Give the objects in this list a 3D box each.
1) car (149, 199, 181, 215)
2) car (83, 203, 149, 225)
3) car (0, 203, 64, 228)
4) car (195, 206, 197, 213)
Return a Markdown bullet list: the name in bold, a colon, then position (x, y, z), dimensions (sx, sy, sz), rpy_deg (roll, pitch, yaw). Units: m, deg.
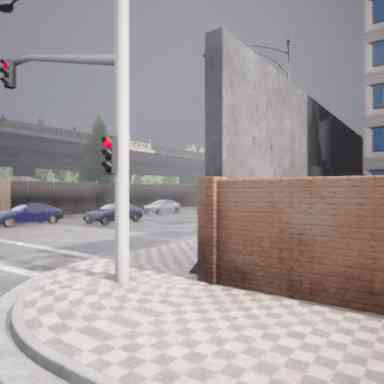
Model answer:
- **car**: position (-2.980, 1.479, 33.128), dimensions (1.812, 1.442, 4.674), rpy_deg (0, 0, 36)
- **car**: position (-5.478, 1.477, 23.618), dimensions (1.812, 1.442, 4.674), rpy_deg (0, 0, 35)
- **car**: position (-10.900, 1.479, 22.145), dimensions (1.812, 1.442, 4.674), rpy_deg (0, 0, 37)
- **car**: position (2.153, 1.478, 34.256), dimensions (1.812, 1.442, 4.674), rpy_deg (0, 0, 35)
